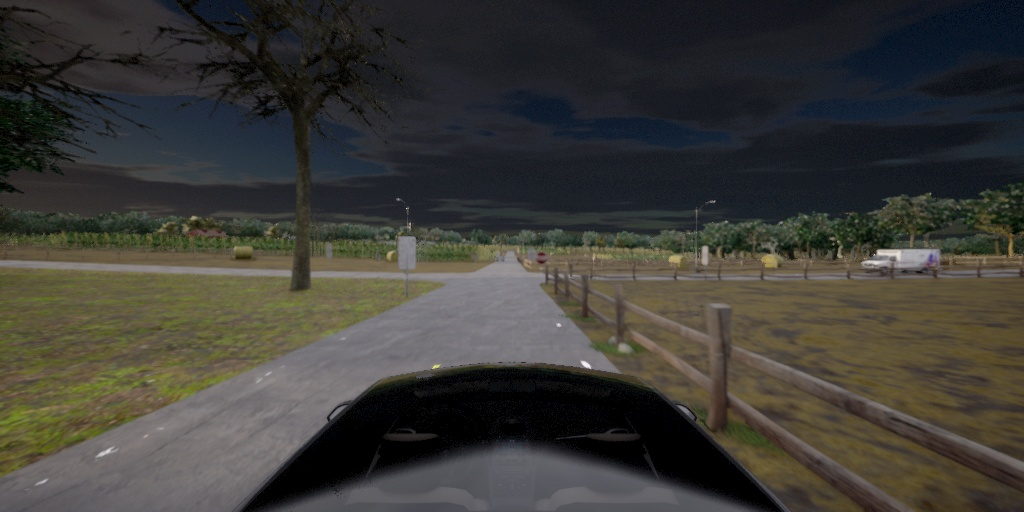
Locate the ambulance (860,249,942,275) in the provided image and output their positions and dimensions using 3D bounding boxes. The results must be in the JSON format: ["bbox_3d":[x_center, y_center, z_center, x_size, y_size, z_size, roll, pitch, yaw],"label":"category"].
[{"bbox_3d":[39.376,0.592,36.545,6.366,2.431,2.351,-1,1,0],"label":"ambulance"}]
